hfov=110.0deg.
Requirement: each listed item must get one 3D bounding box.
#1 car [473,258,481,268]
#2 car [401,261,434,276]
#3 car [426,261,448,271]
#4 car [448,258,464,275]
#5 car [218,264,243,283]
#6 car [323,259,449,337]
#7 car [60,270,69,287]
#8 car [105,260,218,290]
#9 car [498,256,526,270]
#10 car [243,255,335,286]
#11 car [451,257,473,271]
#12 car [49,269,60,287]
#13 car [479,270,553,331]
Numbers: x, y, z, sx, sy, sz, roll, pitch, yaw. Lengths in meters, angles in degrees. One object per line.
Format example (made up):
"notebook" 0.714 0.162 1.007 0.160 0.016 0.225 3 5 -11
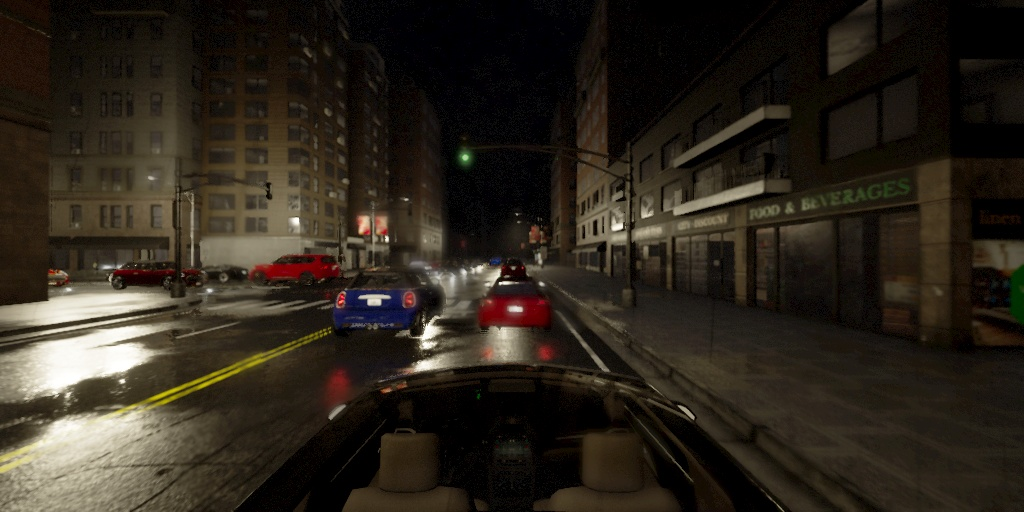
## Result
"car" -6.502 1.175 56.817 1.837 1.490 4.892 0 0 1
"car" -9.840 1.241 37.809 2.033 1.411 5.357 0 0 0
"car" -9.819 1.282 47.401 1.895 1.301 4.718 0 0 0
"car" -6.587 1.198 37.721 1.837 1.490 4.892 0 0 0
"car" -22.141 1.293 26.907 4.313 1.339 1.948 0 0 0
"car" -3.272 1.087 10.430 2.097 1.767 4.553 0 0 -2
"car" -29.670 1.061 21.457 4.553 1.767 2.097 0 0 0
"car" -20.788 1.061 21.347 4.553 1.767 2.097 0 0 2
"car" 0.109 1.053 31.667 2.097 1.767 4.553 0 0 0
"car" -14.705 0.939 24.448 5.566 2.045 2.150 0 -2 5
"car" -6.573 1.186 46.833 1.837 1.490 4.892 0 0 0
"car" -27.842 1.015 18.909 5.009 1.841 2.192 0 0 0
"car" 0.103 1.298 10.935 1.994 1.385 4.181 0 0 0
